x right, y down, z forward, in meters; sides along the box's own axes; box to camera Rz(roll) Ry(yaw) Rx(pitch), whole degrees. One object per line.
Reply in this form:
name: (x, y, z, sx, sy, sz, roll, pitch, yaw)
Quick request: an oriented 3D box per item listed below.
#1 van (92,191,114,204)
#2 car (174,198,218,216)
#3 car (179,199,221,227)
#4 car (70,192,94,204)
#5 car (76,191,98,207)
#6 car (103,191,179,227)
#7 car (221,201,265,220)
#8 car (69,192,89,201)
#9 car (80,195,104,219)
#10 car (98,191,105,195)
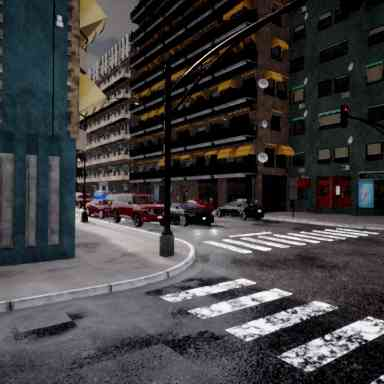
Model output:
van: (-12.780, 0.727, 47.745, 1.690, 1.788, 3.998, 2, 0, -36)
car: (0.292, 1.289, 29.704, 1.802, 1.307, 4.206, 2, 0, -36)
car: (-0.460, 1.321, 20.855, 1.994, 1.385, 4.181, 1, 0, -36)
car: (-15.663, 0.823, 47.200, 1.882, 1.535, 5.008, 1, 0, -36)
car: (-12.086, 0.948, 36.918, 1.882, 1.535, 5.008, 1, 0, -36)
car: (-3.238, 1.034, 20.307, 2.192, 1.841, 5.009, 2, 0, -36)
car: (3.562, 1.353, 25.194, 1.947, 1.339, 4.313, 2, 0, -36)
car: (-19.323, 0.769, 56.764, 1.887, 1.381, 4.507, 2, 0, -36)
car: (-6.514, 1.183, 24.817, 1.887, 1.381, 4.507, 2, 0, -36)
car: (-6.048, 0.971, 28.573, 2.097, 1.767, 4.553, 1, 0, -36)
